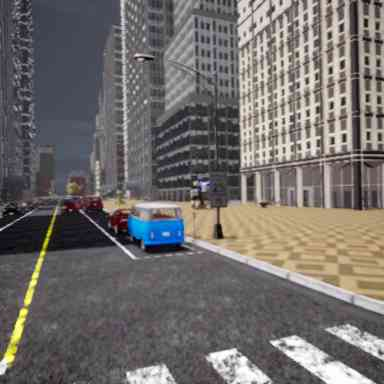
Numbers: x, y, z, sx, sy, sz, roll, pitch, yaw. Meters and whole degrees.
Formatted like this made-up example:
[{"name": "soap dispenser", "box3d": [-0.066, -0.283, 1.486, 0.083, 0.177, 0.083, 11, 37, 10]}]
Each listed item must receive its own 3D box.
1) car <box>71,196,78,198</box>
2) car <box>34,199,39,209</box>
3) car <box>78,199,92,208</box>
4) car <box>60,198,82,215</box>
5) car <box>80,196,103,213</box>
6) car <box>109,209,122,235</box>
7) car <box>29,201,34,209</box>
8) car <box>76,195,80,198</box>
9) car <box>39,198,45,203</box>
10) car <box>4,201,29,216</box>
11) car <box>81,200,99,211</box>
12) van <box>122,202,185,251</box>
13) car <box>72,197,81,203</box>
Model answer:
[{"name": "car", "box3d": [-17.588, 1.800, 47.237, 1.837, 1.490, 4.892, -1, 0, -21]}, {"name": "car", "box3d": [-25.683, 2.027, 52.329, 1.802, 1.307, 4.206, -1, 0, -21]}, {"name": "car", "box3d": [-17.881, 1.856, 55.382, 1.947, 1.339, 4.313, -1, 0, -21]}, {"name": "car", "box3d": [-13.691, 1.755, 37.383, 1.812, 1.442, 4.674, -1, 0, -21]}, {"name": "car", "box3d": [-11.834, 1.505, 39.904, 2.192, 1.841, 5.009, -1, 0, -21]}, {"name": "car", "box3d": [-3.743, 1.599, 19.279, 1.887, 1.381, 4.507, -1, 0, -21]}, {"name": "car", "box3d": [-21.650, 1.929, 42.010, 2.008, 1.369, 4.403, -1, 0, -21]}, {"name": "car", "box3d": [-15.868, 1.572, 50.223, 2.192, 1.841, 5.009, -1, 0, -21]}, {"name": "car", "box3d": [-37.784, 2.226, 83.283, 1.802, 1.307, 4.206, -1, 0, -21]}, {"name": "car", "box3d": [-19.634, 1.911, 36.852, 1.947, 1.339, 4.313, -1, 0, -21]}, {"name": "car", "box3d": [-13.847, 1.768, 45.063, 1.887, 1.381, 4.507, -1, 0, -21]}, {"name": "van", "box3d": [-1.646, 1.359, 14.154, 1.690, 1.788, 3.998, -1, 0, -21]}, {"name": "car", "box3d": [-29.981, 2.055, 86.335, 1.947, 1.339, 4.313, -1, 0, -21]}]
